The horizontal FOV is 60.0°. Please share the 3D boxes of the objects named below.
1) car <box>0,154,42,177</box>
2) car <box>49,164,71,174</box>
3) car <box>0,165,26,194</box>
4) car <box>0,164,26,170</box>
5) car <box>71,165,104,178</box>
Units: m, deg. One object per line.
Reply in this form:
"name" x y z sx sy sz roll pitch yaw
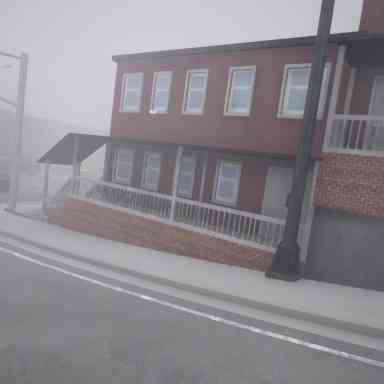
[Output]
"car" -18.018 -2.753 33.394 2.150 2.045 5.566 11 7 36
"car" -15.848 -3.031 42.394 1.837 1.490 4.892 11 7 35
"car" -13.828 -0.775 21.220 2.128 1.511 4.902 11 7 35
"car" -15.497 -1.227 24.844 1.895 1.301 4.718 11 7 35
"car" -12.078 -2.495 41.709 1.882 1.535 5.008 11 7 35
